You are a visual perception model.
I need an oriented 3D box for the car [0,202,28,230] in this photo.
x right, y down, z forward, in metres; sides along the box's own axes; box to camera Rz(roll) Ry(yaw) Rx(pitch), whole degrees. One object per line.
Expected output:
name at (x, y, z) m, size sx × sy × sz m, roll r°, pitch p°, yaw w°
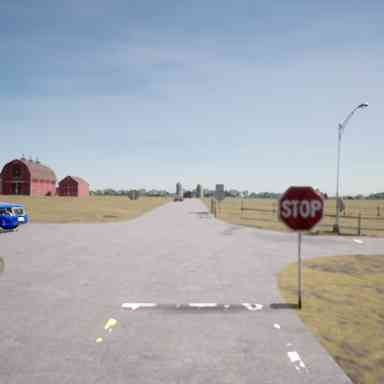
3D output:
car at (-10.607, 0.764, 15.309) m, size 5.566 × 2.045 × 2.150 m, roll 3°, pitch -1°, yaw 0°

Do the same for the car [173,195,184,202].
car at (-2.635, 1.310, 67.242) m, size 1.994 × 1.385 × 4.181 m, roll 0°, pitch 0°, yaw 0°
